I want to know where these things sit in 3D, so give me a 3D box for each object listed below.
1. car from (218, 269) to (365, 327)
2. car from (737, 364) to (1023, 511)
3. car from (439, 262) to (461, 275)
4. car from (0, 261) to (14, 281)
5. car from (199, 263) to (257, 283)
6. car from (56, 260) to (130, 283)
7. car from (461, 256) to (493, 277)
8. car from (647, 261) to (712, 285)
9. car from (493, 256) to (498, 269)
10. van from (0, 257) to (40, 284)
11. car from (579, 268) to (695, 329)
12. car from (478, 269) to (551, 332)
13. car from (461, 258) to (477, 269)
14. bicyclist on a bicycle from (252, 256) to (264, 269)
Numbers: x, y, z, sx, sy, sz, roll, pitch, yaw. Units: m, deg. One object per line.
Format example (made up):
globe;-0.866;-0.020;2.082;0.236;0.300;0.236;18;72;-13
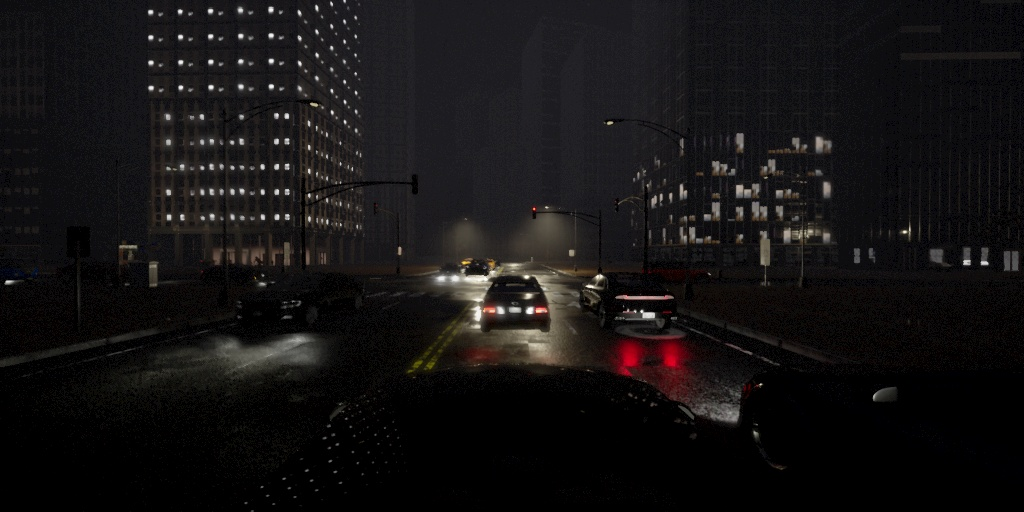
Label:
car;-6.591;1.224;11.781;1.882;1.535;5.008;0;0;0
car;3.354;1.314;2.032;1.994;1.385;4.181;0;0;0
car;-6.565;1.323;38.851;1.895;1.301;4.718;0;0;0
car;-40.301;1.092;26.484;4.674;1.442;1.812;0;0;2
car;-19.967;1.227;25.940;4.181;1.385;1.994;0;0;1
car;-30.059;1.093;26.201;5.008;1.535;1.882;0;0;2
car;-3.312;1.067;34.914;2.097;1.767;4.553;1;0;0
car;11.635;1.161;25.495;4.553;1.767;2.097;0;0;4
car;-3.305;1.183;48.717;1.882;1.535;5.008;0;0;0
van;-33.915;0.959;23.716;3.998;1.789;1.690;0;0;1
car;3.354;1.238;11.188;2.128;1.511;4.902;0;0;0
car;0.107;1.294;10.774;2.033;1.411;5.357;0;0;1
car;-6.546;1.168;55.572;1.882;1.535;5.008;0;0;0
bicyclist on a bicycle;-24.675;0.867;34.798;0.582;1.620;1.656;0;1;1
